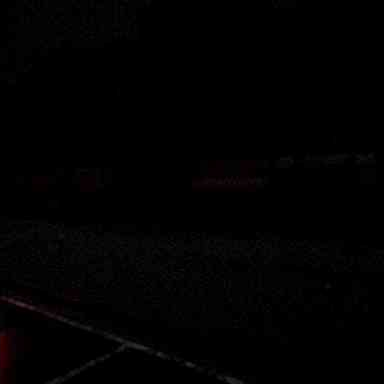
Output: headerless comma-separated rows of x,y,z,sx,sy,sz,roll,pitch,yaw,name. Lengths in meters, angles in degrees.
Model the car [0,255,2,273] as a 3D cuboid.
-6.841,1.325,8.120,5.566,2.045,2.150,-1,0,36,car
